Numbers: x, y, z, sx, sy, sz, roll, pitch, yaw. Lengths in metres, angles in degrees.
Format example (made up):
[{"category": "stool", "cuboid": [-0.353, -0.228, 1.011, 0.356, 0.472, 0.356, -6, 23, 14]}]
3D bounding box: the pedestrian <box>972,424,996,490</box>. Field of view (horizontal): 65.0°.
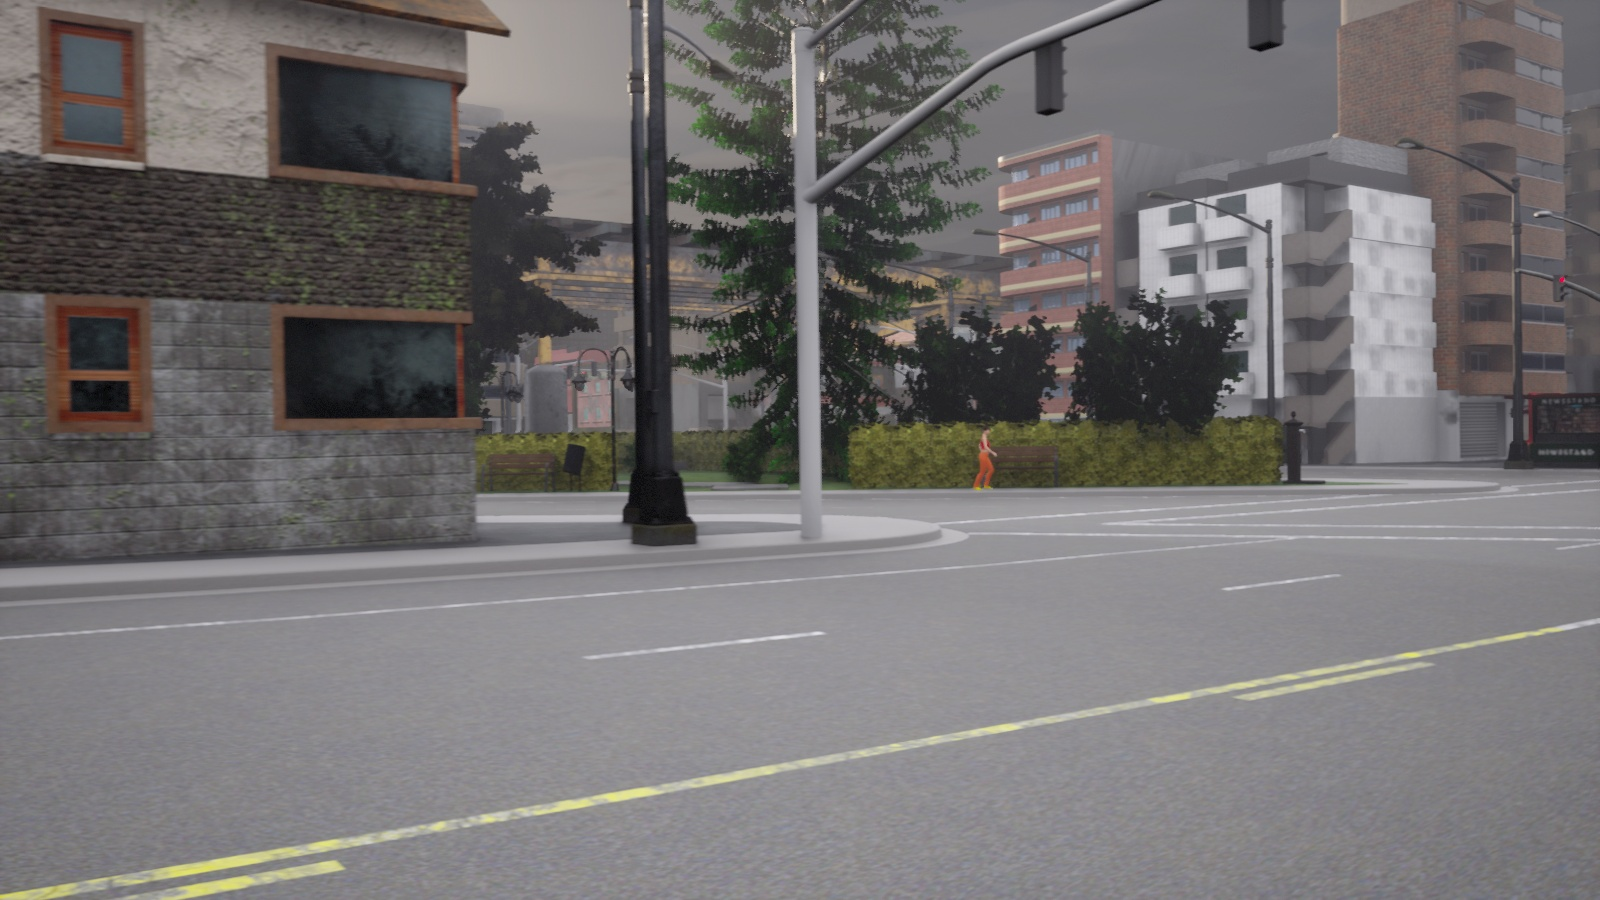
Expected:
[{"category": "pedestrian", "cuboid": [5.141, 0.189, 35.049, 0.594, 1.836, 0.345, -1, 1, 13]}]
